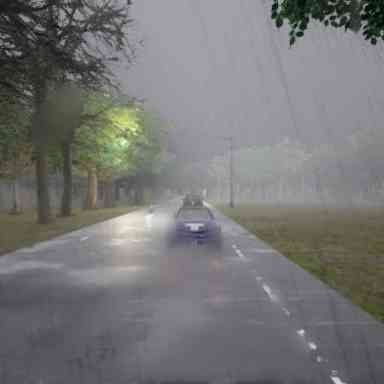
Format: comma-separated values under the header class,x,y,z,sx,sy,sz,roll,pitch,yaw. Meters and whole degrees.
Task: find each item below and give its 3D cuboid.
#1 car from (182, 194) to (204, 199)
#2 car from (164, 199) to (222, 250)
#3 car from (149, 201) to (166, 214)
class,x,y,z,sx,sy,sz,roll,pitch,yaw
car,0.102,1.276,36.573,2.150,2.045,5.566,0,0,0
car,0.098,1.369,14.507,2.097,1.767,4.553,0,0,0
car,-3.497,1.654,35.918,1.895,1.301,4.718,0,0,0
